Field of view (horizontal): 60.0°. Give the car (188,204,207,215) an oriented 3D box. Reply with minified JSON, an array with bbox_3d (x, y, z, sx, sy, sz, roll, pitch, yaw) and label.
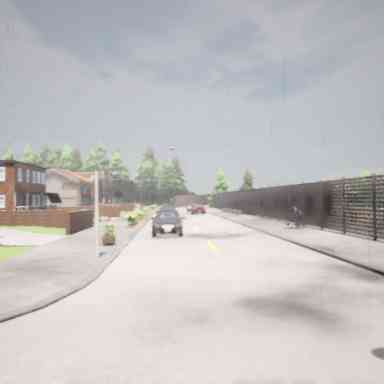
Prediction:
[{"bbox_3d":[0.878,2.429,46.642,1.812,1.442,4.674,-1,-1,-3],"label":"car"}]

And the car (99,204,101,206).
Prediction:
[{"bbox_3d":[-17.112,2.499,55.566,3.633,1.501,1.845,-1,-1,-4],"label":"car"}]

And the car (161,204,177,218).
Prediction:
[{"bbox_3d":[-2.914,2.345,41.692,1.882,1.535,5.008,-1,-1,-4],"label":"car"}]

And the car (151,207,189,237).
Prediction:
[{"bbox_3d":[-1.529,1.938,21.224,2.128,1.511,4.902,-1,-1,-4],"label":"car"}]

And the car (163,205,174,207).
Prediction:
[{"bbox_3d":[-2.216,2.144,31.237,2.128,1.511,4.902,-1,-1,-4],"label":"car"}]

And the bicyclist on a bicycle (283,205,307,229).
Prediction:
[{"bbox_3d":[6.828,1.678,22.071,1.656,1.620,0.582,-1,-1,-4],"label":"bicyclist on a bicycle"}]
